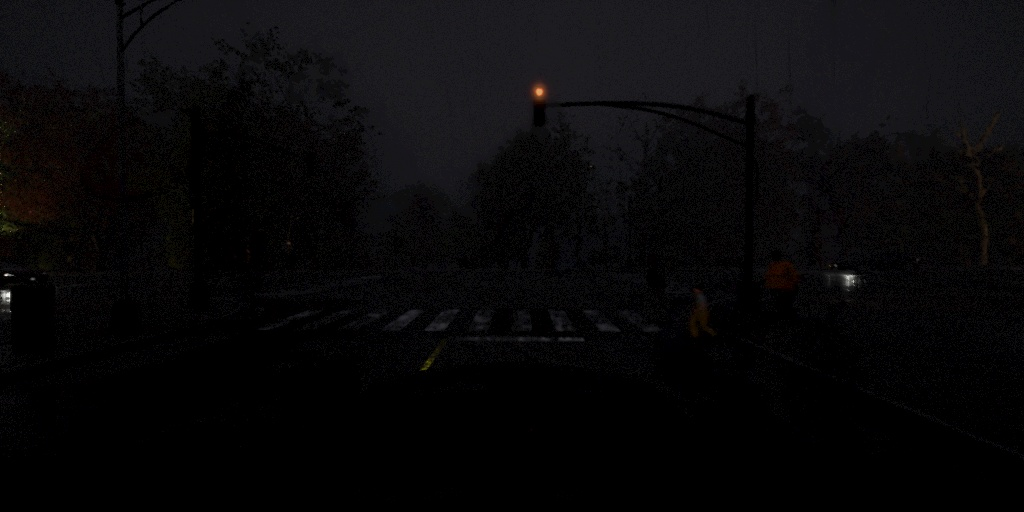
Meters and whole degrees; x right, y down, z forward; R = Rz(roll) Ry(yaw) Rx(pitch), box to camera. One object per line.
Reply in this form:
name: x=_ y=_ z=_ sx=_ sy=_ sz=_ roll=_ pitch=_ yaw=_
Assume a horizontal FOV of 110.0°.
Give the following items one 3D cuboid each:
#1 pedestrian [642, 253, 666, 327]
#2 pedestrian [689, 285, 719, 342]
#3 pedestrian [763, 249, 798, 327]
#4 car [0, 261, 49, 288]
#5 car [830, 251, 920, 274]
pedestrian: x=3.557 y=0.827 z=8.913 sx=0.375 sy=1.860 sz=0.375 roll=1 pitch=1 yaw=1
pedestrian: x=4.096 y=1.145 z=7.711 sx=0.375 sy=1.300 sz=0.375 roll=1 pitch=1 yaw=1
pedestrian: x=6.188 y=0.692 z=8.279 sx=0.375 sy=1.860 sz=0.375 roll=1 pitch=1 yaw=1
car: x=-28.025 y=0.971 z=19.310 sx=4.674 sy=1.442 sz=1.812 roll=0 pitch=1 yaw=2
car: x=24.356 y=0.397 z=24.168 sx=4.892 sy=1.490 sz=1.837 roll=-1 pitch=1 yaw=2
